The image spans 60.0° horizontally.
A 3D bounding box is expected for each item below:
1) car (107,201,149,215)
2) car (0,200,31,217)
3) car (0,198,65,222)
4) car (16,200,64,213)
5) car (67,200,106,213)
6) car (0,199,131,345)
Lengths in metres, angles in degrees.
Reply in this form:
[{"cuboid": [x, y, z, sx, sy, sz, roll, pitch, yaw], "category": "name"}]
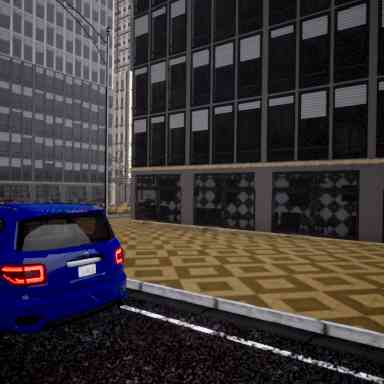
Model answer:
[{"cuboid": [-7.351, 1.830, 38.740, 1.752, 1.417, 4.829, 1, 0, 36], "category": "car"}, {"cuboid": [-18.847, 1.616, 32.904, 1.837, 1.490, 4.892, 1, 0, 36], "category": "car"}, {"cuboid": [-14.149, 1.519, 29.528, 2.192, 1.841, 5.009, 1, 0, 36], "category": "car"}, {"cuboid": [-17.647, 1.643, 38.903, 1.752, 1.417, 4.829, 1, 0, 36], "category": "car"}, {"cuboid": [-12.936, 1.762, 40.924, 1.994, 1.385, 4.181, 1, 0, 36], "category": "car"}, {"cuboid": [-3.701, 1.218, 6.322, 5.566, 2.045, 2.150, 0, 0, 35], "category": "car"}]
